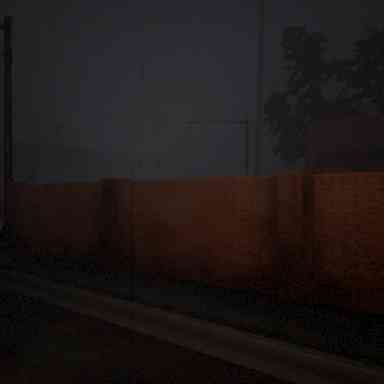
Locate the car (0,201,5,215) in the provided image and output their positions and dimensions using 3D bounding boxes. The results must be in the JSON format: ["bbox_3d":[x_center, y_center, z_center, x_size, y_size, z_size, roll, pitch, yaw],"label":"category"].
[{"bbox_3d":[-18.606,1.633,31.973,2.128,1.511,4.902,0,0,36],"label":"car"}]
